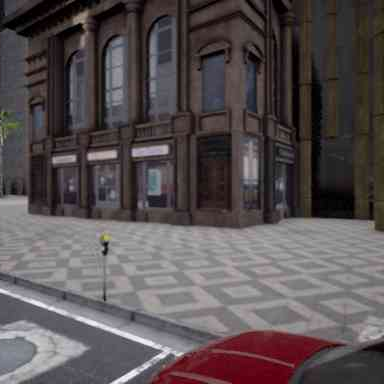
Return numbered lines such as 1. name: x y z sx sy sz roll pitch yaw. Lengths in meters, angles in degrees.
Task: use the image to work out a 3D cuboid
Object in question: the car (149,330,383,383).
1. car: 1.675 1.545 1.770 4.507 1.381 1.887 0 0 36
